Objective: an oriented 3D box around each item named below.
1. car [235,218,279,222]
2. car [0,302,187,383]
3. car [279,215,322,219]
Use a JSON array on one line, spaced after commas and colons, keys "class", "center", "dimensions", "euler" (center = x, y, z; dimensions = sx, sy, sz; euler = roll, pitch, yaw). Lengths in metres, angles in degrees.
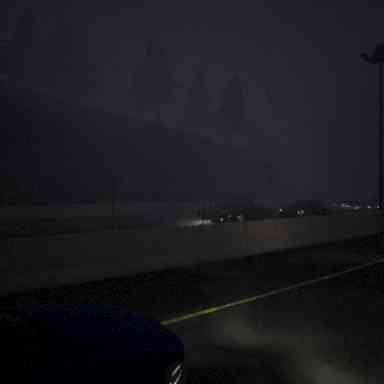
[{"class": "car", "center": [4.077, 1.579, 25.461], "dimensions": [5.357, 1.411, 2.033], "euler": [0, 0, -42]}, {"class": "car", "center": [-2.321, 1.483, 2.186], "dimensions": [5.008, 1.535, 1.882], "euler": [0, 0, -36]}, {"class": "car", "center": [8.244, 1.380, 24.567], "dimensions": [4.553, 1.767, 2.097], "euler": [0, 0, -43]}]
